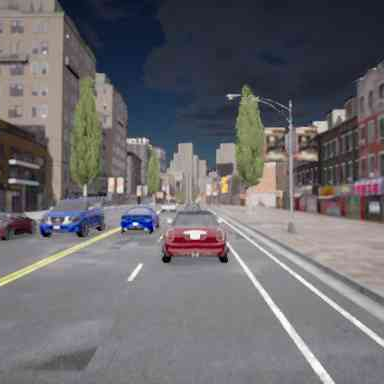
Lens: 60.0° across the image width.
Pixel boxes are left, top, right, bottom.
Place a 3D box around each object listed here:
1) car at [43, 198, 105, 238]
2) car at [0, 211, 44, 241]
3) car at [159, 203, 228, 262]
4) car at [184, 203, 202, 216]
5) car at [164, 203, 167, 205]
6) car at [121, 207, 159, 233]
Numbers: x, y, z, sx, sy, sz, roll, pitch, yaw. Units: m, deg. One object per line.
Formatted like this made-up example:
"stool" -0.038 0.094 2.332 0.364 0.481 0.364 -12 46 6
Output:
"car" -6.583 1.389 18.981 2.150 2.045 5.566 0 -1 0
"car" -9.838 1.712 17.385 1.994 1.385 4.181 0 -1 0
"car" 0.099 1.442 12.563 2.097 1.767 4.553 0 -1 0
"car" 0.096 2.000 38.247 1.994 1.385 4.181 0 -1 0
"car" -3.153 2.168 46.769 1.895 1.301 4.718 0 -1 0
"car" -3.152 1.672 20.982 1.882 1.535 5.008 0 -1 0
